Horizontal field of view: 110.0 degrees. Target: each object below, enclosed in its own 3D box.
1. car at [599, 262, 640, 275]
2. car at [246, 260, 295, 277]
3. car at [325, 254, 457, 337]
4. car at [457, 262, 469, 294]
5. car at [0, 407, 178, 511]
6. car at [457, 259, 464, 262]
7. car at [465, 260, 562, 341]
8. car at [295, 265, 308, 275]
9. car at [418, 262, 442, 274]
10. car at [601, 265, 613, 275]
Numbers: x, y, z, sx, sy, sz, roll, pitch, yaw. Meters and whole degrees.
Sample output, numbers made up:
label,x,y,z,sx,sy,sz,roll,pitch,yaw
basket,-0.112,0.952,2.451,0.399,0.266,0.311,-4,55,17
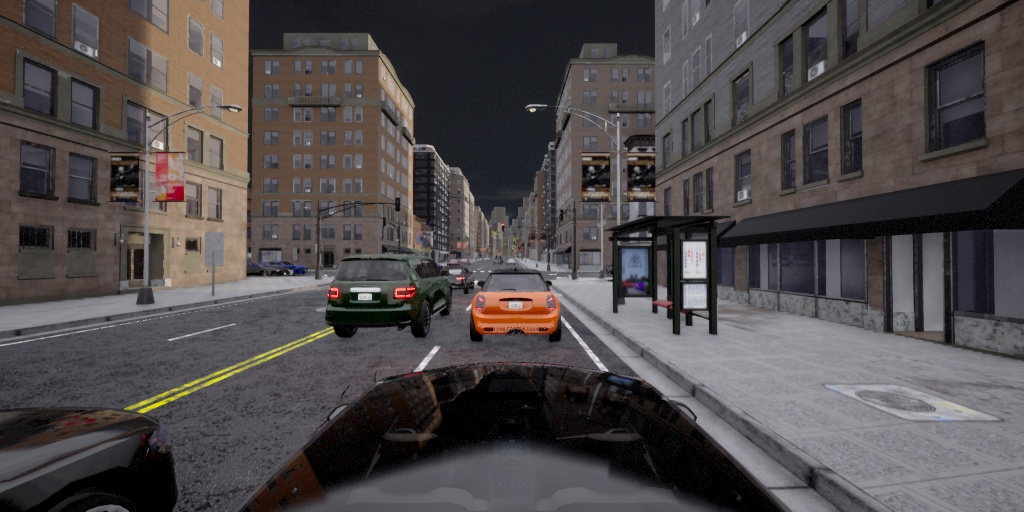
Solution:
label,x,y,z,sx,sy,sz,roll,pitch,yaw
car,12.627,1.442,42.166,4.181,1.385,1.994,0,-1,0
car,-22.918,1.175,32.008,5.357,1.411,2.033,0,-1,0
car,-3.171,0.974,10.401,2.150,2.045,5.566,0,0,0
car,-3.199,1.282,20.108,1.812,1.442,4.674,0,0,0
car,-3.144,1.241,0.363,2.128,1.511,4.902,0,0,0
car,-9.966,1.246,61.191,1.882,1.535,5.008,0,1,0
car,0.080,1.104,10.015,2.097,1.767,4.553,0,0,0
car,-22.788,1.149,35.258,5.008,1.535,1.882,0,-1,0
car,-9.941,1.414,43.902,1.895,1.301,4.718,0,0,0
car,12.815,1.382,38.883,5.357,1.411,2.033,0,-1,2
